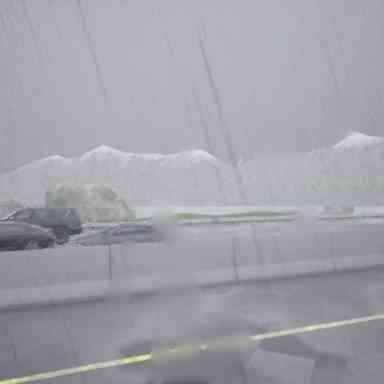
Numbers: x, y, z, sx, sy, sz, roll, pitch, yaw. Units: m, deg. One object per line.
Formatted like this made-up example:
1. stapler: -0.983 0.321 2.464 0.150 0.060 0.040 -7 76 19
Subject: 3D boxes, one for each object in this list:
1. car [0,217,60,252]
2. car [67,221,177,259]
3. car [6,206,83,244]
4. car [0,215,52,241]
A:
1. car: -8.578 2.070 14.926 4.674 1.442 1.812 -1 -2 -21
2. car: -2.659 1.952 13.377 4.181 1.385 1.994 -1 -2 -19
3. car: -8.962 1.861 18.562 5.566 2.045 2.150 -1 -2 -21
4. car: -11.530 2.283 21.275 4.674 1.442 1.812 -1 -2 -21
